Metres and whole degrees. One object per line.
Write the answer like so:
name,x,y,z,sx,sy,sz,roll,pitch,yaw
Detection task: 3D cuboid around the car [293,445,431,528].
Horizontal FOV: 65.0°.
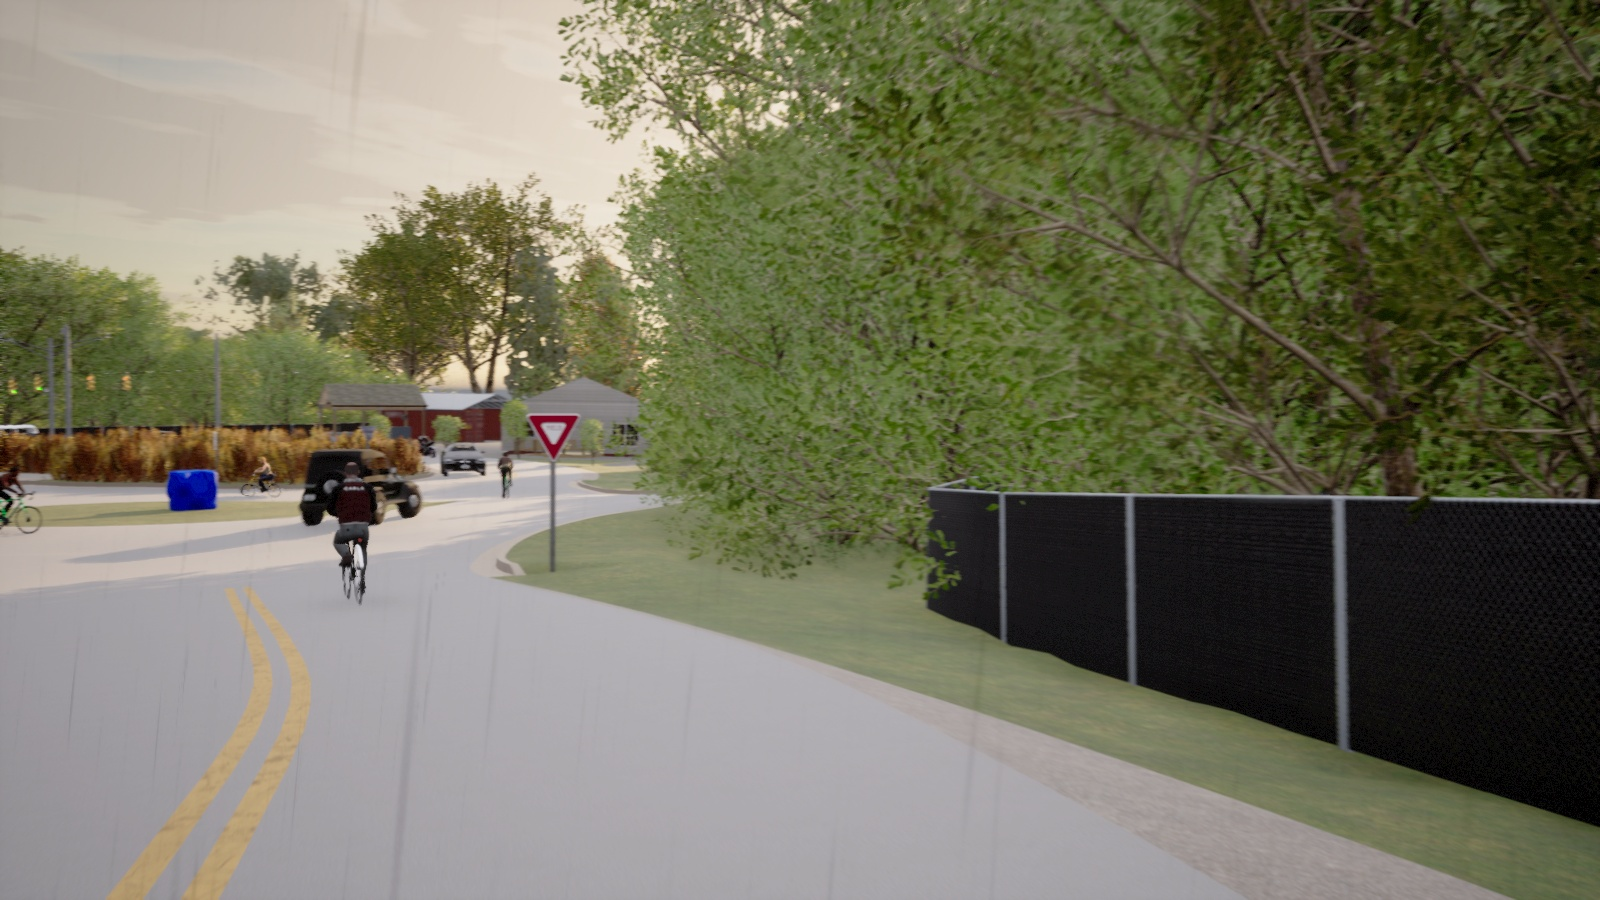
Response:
car,-11.056,0.869,31.993,1.905,1.878,3.866,-1,1,4

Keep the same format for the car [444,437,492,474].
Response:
car,-17.032,0.251,64.313,2.152,1.651,5.027,-1,2,-18

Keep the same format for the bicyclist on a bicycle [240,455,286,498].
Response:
bicyclist on a bicycle,-21.165,1.027,49.487,1.509,1.612,0.866,1,3,-12

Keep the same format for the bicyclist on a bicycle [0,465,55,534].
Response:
bicyclist on a bicycle,-18.855,1.176,30.154,1.656,1.620,0.582,0,2,8

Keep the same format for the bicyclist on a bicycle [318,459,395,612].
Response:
bicyclist on a bicycle,-5.580,1.037,15.728,0.659,1.776,1.843,-1,-2,-26

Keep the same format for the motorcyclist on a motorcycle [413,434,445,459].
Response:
motorcyclist on a motorcycle,-24.315,-0.250,82.253,2.191,1.530,0.866,2,4,37
